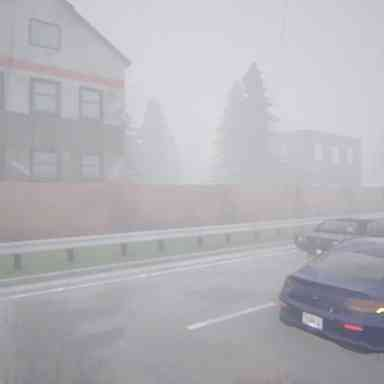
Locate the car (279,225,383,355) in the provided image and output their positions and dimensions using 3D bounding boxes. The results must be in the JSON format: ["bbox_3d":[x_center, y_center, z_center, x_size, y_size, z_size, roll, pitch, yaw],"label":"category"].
[{"bbox_3d":[3.449,1.510,5.686,4.674,1.442,1.812,0,0,-35],"label":"car"}]

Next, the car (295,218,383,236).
[{"bbox_3d":[5.791,1.571,11.649,4.718,1.301,1.895,0,0,-35],"label":"car"}]
